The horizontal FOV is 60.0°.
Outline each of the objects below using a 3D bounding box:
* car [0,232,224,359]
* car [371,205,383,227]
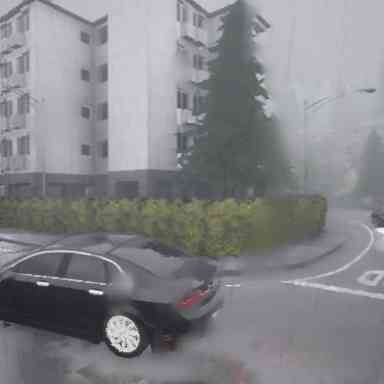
[{"bbox_3d":[-1.876,1.517,5.841,4.892,1.490,1.837,2,6,22],"label":"car"},{"bbox_3d":[13.329,1.589,22.283,1.994,1.385,4.181,0,0,20],"label":"car"}]
